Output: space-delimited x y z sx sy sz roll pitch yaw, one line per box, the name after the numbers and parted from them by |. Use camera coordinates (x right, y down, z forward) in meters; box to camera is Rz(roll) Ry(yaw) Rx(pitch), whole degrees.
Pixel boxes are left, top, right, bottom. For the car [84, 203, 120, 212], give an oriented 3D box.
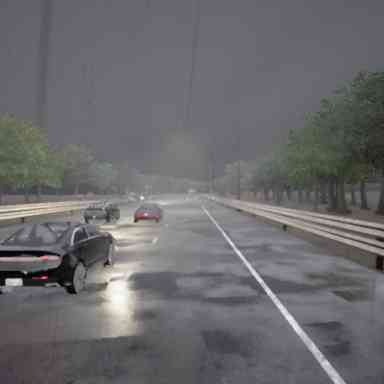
-6.898 1.568 25.909 2.128 1.511 4.902 0 0 0 | car

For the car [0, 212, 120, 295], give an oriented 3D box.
-3.399 1.519 8.792 2.128 1.511 4.902 0 0 0 | car

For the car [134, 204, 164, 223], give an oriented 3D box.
-3.398 1.643 26.683 1.994 1.385 4.181 0 0 0 | car
